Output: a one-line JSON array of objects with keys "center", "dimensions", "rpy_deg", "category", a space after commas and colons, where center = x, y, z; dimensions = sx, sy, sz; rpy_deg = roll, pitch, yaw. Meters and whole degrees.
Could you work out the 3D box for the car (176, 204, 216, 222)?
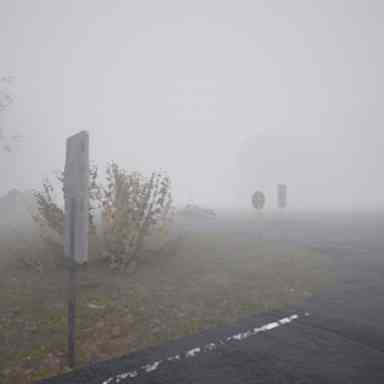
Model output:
[{"center": [0.194, 1.804, 28.980], "dimensions": [1.812, 1.442, 4.674], "rpy_deg": [1, -1, -35], "category": "car"}]
